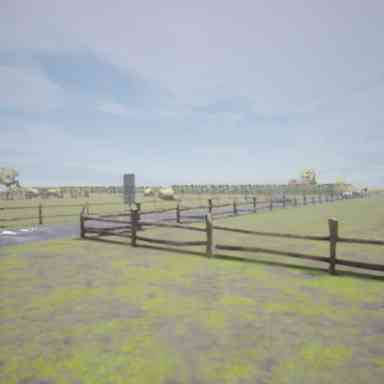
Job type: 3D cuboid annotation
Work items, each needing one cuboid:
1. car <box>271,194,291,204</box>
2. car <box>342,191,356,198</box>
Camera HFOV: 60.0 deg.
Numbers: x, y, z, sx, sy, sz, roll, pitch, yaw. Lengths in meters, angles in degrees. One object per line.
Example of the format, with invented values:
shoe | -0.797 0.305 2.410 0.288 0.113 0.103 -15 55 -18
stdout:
car | 13.503 1.070 50.305 1.994 1.385 4.181 -1 0 35
car | 36.382 0.676 77.925 1.812 1.442 4.674 -1 0 35
